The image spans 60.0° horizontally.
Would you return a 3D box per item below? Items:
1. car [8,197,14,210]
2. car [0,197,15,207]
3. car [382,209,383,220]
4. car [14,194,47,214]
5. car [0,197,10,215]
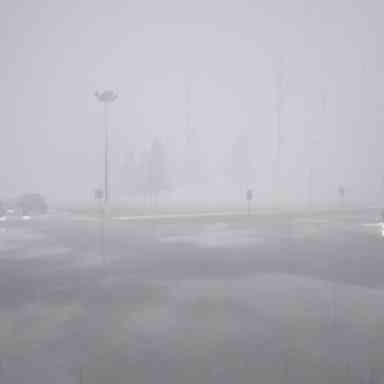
[{"bbox_3d":[-22.947,1.496,43.388,1.837,1.490,4.892,0,0,-36],"label":"car"},{"bbox_3d":[-29.105,1.538,51.905,2.033,1.411,5.357,0,0,-36],"label":"car"},{"bbox_3d":[16.456,1.462,25.551,4.902,1.511,2.128,0,0,-35],"label":"car"},{"bbox_3d":[-16.967,1.213,35.176,2.150,2.045,5.566,0,0,-36],"label":"car"},{"bbox_3d":[-19.787,1.500,33.100,1.837,1.490,4.892,0,0,-36],"label":"car"}]
